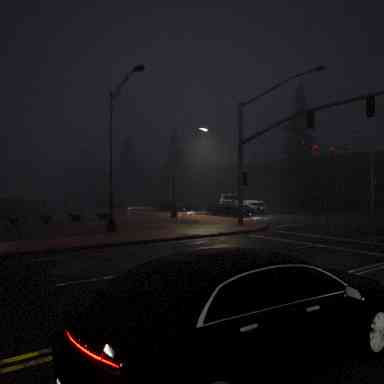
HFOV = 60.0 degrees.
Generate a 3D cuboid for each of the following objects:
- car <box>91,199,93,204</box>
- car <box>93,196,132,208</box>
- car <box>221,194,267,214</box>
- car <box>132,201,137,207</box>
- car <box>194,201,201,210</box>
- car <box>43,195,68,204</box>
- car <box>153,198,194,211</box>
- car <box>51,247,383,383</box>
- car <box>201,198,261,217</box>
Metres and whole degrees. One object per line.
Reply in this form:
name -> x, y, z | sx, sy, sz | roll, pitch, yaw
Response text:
car -> -16.301, 1.478, 61.324 | 5.008, 1.535, 1.882 | 0, 0, 21
car -> -11.261, 1.601, 47.059 | 4.718, 1.301, 1.895 | 0, 0, 33
car -> 5.184, 1.221, 34.844 | 2.150, 2.045, 5.566 | 0, 0, -37
car -> -10.539, 1.526, 50.661 | 4.674, 1.442, 1.812 | 0, 0, 31
car -> -0.890, 1.478, 42.496 | 1.882, 1.535, 5.008 | 0, 0, -43
car -> -26.261, 1.352, 63.788 | 4.553, 1.767, 2.097 | 0, 0, 9
car -> -2.526, 1.547, 39.222 | 2.033, 1.411, 5.357 | 0, 0, -39
car -> 0.807, 1.505, 4.374 | 4.892, 1.490, 1.837 | 0, 0, -35
car -> 3.536, 1.547, 31.219 | 2.033, 1.411, 5.357 | 0, 0, -36
